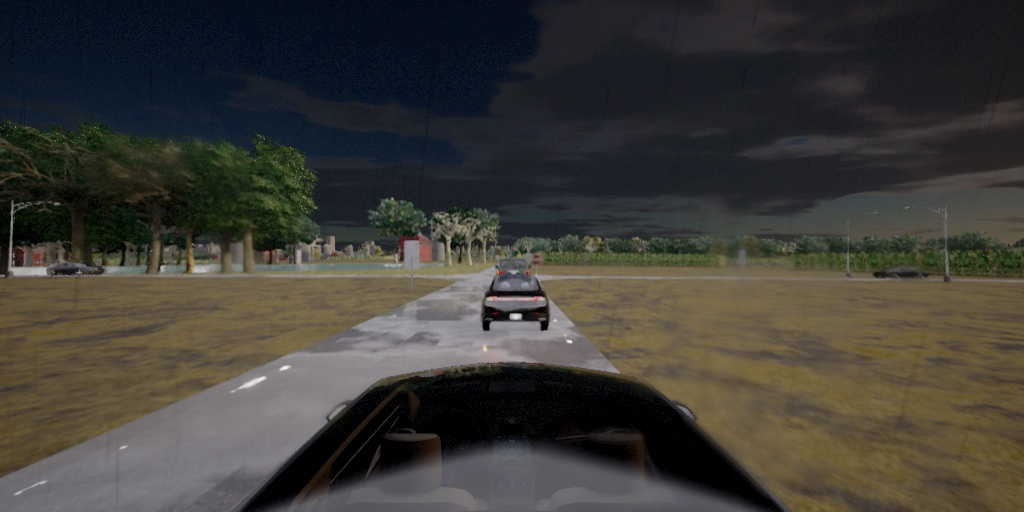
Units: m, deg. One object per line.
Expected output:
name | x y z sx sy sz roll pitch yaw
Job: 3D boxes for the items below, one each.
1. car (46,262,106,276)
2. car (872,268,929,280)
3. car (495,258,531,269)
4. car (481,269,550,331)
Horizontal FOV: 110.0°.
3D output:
car | -46.249 1.397 38.074 4.892 1.490 1.837 -1 -1 0
car | 44.346 2.020 40.970 4.718 1.301 1.895 1 -1 1
car | 0.067 1.138 23.111 2.150 2.045 5.566 0 0 -1
car | 0.097 1.314 11.259 2.128 1.511 4.902 0 -1 0
